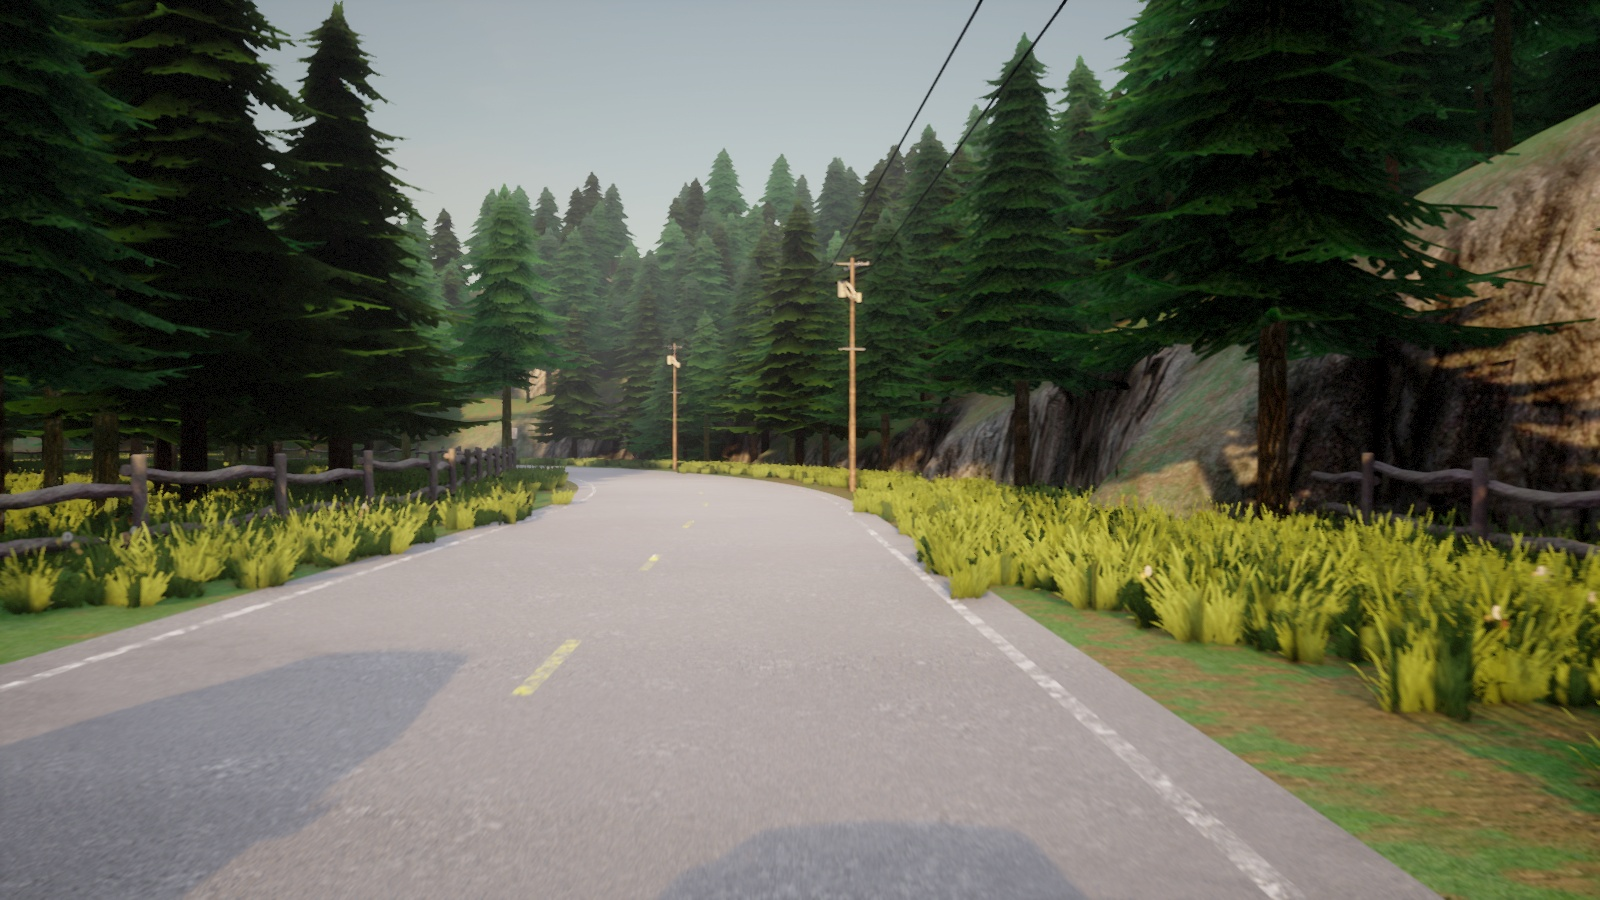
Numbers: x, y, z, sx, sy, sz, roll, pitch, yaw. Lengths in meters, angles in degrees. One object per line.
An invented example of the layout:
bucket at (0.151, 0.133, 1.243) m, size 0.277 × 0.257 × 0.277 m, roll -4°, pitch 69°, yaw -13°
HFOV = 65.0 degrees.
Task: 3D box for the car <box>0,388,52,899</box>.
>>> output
car at (-3.185, 0.667, 1.234) m, size 2.033 × 1.649 × 4.856 m, roll 0°, pitch 0°, yaw 0°
